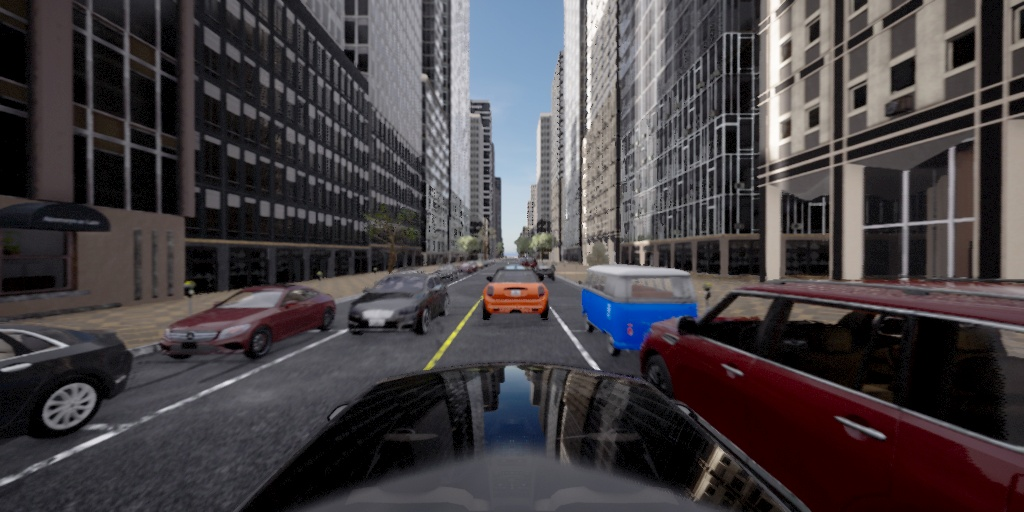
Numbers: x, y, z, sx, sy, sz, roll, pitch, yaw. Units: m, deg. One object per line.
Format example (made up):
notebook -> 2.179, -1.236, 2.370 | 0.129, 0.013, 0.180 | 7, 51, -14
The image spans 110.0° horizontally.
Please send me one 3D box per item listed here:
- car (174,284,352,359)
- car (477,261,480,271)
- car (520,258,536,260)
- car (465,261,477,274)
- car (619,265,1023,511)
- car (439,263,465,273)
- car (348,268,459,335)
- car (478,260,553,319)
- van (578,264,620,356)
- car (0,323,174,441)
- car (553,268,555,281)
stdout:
car -> -5.683, 1.349, 8.412 | 1.802, 1.307, 4.207 | 0, 0, 0
car -> -5.616, 1.339, 48.197 | 1.967, 1.591, 4.097 | 0, 0, 0
car -> 2.774, 1.240, 53.866 | 2.192, 1.841, 5.009 | 0, 0, 0
car -> -5.626, 1.462, 42.513 | 1.802, 1.307, 4.207 | 0, 0, 0
car -> 2.688, 1.071, 2.714 | 2.192, 1.841, 5.009 | 0, 0, 0
car -> -5.645, 1.393, 31.146 | 2.007, 1.370, 4.403 | 0, 0, 0
car -> -3.084, 1.269, 10.652 | 2.128, 1.511, 4.902 | 0, 0, 0
car -> 0.119, 1.140, 13.057 | 2.097, 1.767, 4.553 | 0, 0, 0
van -> 2.697, 1.116, 8.397 | 1.690, 1.789, 3.998 | 0, 0, 0
car -> -5.694, 1.299, 2.728 | 2.007, 1.370, 4.403 | 0, 0, 0
car -> 2.736, 1.401, 31.131 | 2.007, 1.370, 4.403 | 0, 0, 0
